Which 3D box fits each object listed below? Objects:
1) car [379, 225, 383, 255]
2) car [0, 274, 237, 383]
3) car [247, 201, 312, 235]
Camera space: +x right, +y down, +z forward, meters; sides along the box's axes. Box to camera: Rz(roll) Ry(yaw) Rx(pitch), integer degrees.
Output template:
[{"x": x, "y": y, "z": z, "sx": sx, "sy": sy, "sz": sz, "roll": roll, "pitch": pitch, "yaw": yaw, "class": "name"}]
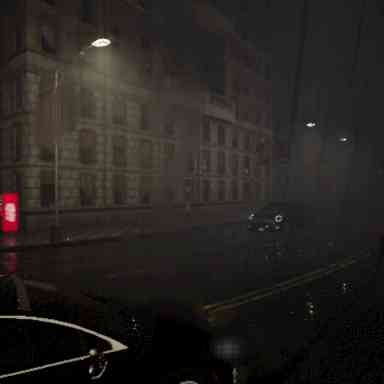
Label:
[{"x": 8.621, "y": 1.341, "z": 12.368, "sx": 2.097, "sy": 1.767, "sz": 4.553, "roll": 0, "pitch": 0, "yaw": 42, "class": "car"}, {"x": -1.817, "y": 1.506, "z": 2.775, "sx": 4.892, "sy": 1.490, "sz": 1.837, "roll": -1, "pitch": 0, "yaw": -33, "class": "car"}, {"x": 5.028, "y": 1.339, "z": 18.865, "sx": 2.097, "sy": 1.767, "sz": 4.553, "roll": 0, "pitch": 0, "yaw": 40, "class": "car"}]
